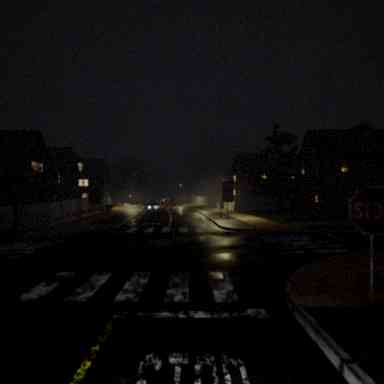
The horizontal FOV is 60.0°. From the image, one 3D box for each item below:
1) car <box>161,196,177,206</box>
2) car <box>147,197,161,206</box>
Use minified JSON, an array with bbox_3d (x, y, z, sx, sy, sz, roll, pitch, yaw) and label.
[{"bbox_3d":[-3.871,1.827,57.964,1.895,1.301,4.718,0,-1,-10],"label":"car"},{"bbox_3d":[-7.334,1.826,61.579,1.994,1.385,4.181,0,-1,-10],"label":"car"}]
